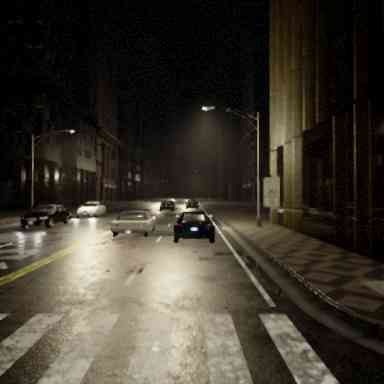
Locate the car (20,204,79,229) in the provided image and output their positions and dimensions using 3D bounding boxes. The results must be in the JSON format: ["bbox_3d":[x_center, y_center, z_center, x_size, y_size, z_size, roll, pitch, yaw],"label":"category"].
[{"bbox_3d":[-9.838,1.607,22.749,2.128,1.511,4.902,0,0,0],"label":"car"}]

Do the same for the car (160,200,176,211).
[{"bbox_3d":[-3.150,1.761,43.346,2.033,1.411,5.357,0,0,0],"label":"car"}]

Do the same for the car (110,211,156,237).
[{"bbox_3d":[-3.149,1.701,18.694,1.895,1.301,4.718,0,0,0],"label":"car"}]

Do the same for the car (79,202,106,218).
[{"bbox_3d":[-9.786,1.687,32.793,1.812,1.442,4.674,0,0,0],"label":"car"}]

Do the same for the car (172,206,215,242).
[{"bbox_3d":[0.100,1.657,17.000,1.994,1.385,4.181,0,0,0],"label":"car"}]

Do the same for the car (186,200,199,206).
[{"bbox_3d":[0.038,1.778,46.516,2.033,1.411,5.357,0,0,1],"label":"car"}]
